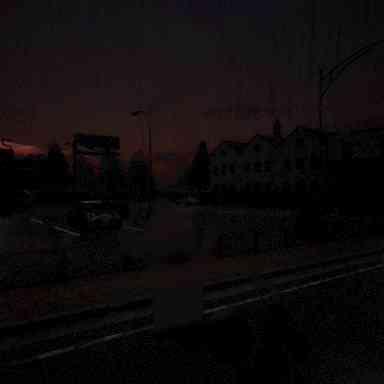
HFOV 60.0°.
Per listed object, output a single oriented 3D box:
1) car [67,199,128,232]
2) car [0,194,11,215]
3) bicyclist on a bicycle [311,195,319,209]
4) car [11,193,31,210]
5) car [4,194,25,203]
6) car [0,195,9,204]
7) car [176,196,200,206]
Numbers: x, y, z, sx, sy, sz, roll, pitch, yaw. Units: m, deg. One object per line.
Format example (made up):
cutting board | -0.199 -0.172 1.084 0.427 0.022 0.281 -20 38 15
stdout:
car | -5.302 1.248 17.903 1.970 1.475 3.806 0 0 -36
car | -17.911 1.113 29.853 1.932 1.855 4.605 0 0 -36
bicyclist on a bicycle | 13.668 1.124 36.853 1.656 1.620 0.582 0 0 -36
car | -19.827 1.092 38.162 1.905 1.878 3.866 0 0 -36
car | -38.980 1.328 73.235 3.866 1.878 1.905 0 0 -36
car | -39.204 1.495 66.106 4.611 1.667 2.242 0 0 -36
car | -0.643 1.349 50.228 1.812 1.442 4.674 0 0 -36
